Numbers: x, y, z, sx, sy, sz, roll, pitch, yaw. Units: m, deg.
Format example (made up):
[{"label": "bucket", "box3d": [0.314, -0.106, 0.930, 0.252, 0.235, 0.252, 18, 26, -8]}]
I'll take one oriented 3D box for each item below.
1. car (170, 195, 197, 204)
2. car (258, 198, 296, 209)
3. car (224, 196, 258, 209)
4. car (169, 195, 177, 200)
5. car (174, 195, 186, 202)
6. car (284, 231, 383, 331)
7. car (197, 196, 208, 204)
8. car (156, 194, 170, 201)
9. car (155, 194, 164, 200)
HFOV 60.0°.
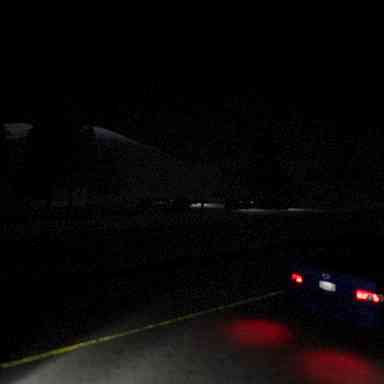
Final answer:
[{"label": "car", "box3d": [-1.520, 1.404, 58.506, 2.128, 1.511, 4.902, 0, 0, -23]}, {"label": "car", "box3d": [10.931, 1.462, 43.544, 2.033, 1.411, 5.357, 0, 0, -35]}, {"label": "car", "box3d": [6.003, 1.275, 43.131, 2.097, 1.767, 4.553, 0, 0, -24]}, {"label": "car", "box3d": [-4.945, 1.415, 87.548, 2.033, 1.411, 5.357, 0, 0, -3]}, {"label": "car", "box3d": [-2.707, 1.418, 72.679, 1.812, 1.442, 4.674, 0, 0, -14]}, {"label": "car", "box3d": [4.186, 1.528, 6.726, 5.357, 1.411, 2.033, 0, 0, -35]}, {"label": "car", "box3d": [1.319, 1.467, 60.723, 1.994, 1.385, 4.181, 0, 0, -22]}, {"label": "car", "box3d": [-6.280, 1.454, 72.659, 1.994, 1.385, 4.181, 0, 0, -14]}, {"label": "car", "box3d": [-8.446, 1.402, 87.595, 2.128, 1.511, 4.902, 0, 0, -3]}]
